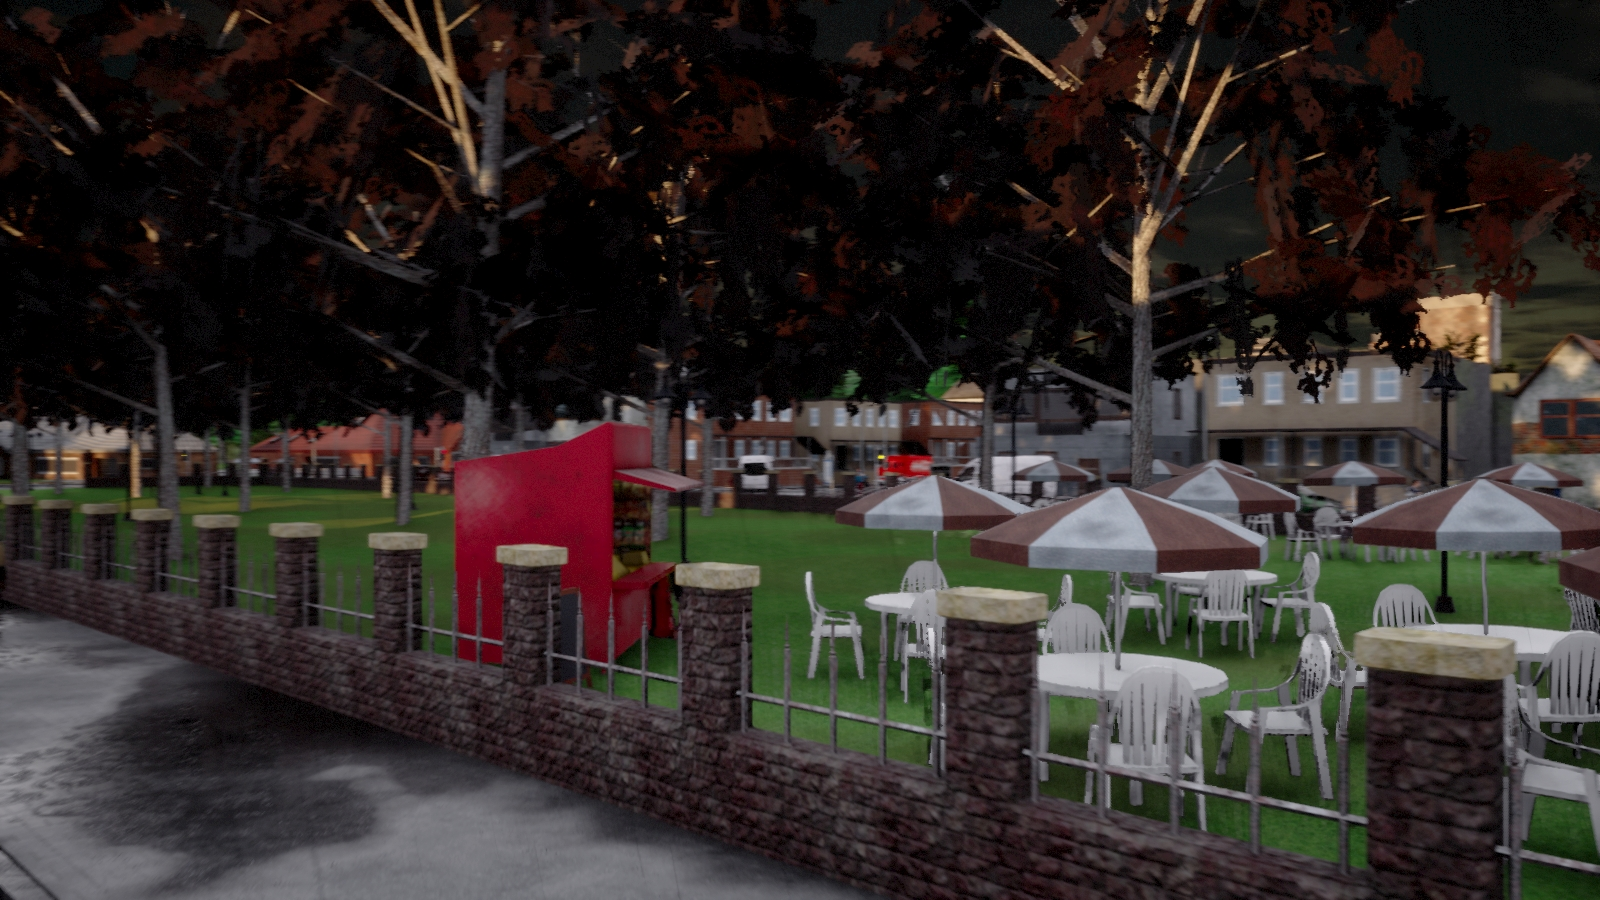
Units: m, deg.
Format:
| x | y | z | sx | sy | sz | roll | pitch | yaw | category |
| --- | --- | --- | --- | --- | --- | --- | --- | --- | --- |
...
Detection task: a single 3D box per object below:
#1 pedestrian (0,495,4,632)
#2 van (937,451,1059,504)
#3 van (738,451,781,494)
| x | y | z | sx | sy | sz | roll | pitch | yaw | category |
| --- | --- | --- | --- | --- | --- | --- | --- | --- | --- |
| -11.031 | 1.544 | 15.424 | 0.375 | 1.860 | 0.375 | 0 | 0 | -19 | pedestrian |
| 9.926 | 1.388 | 57.745 | 5.915 | 2.561 | 1.988 | -2 | -1 | 43 | van |
| -2.547 | 1.411 | 73.775 | 1.988 | 2.561 | 5.915 | -2 | 0 | 5 | van |
